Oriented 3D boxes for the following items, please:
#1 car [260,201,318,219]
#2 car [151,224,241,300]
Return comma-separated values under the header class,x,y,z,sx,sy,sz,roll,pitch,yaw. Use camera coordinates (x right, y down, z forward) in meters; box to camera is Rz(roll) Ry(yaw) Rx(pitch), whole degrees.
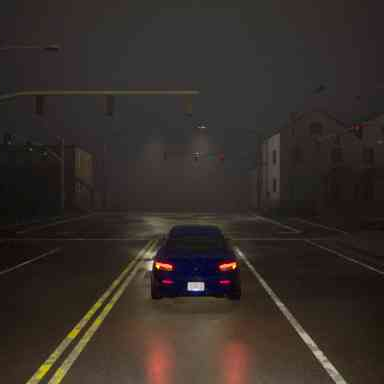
class,x,y,z,sx,sy,sz,roll,pitch,yaw
car,8.176,1.533,28.159,4.674,1.442,1.812,0,0,5
car,0.087,1.526,8.263,1.812,1.442,4.674,0,0,0
